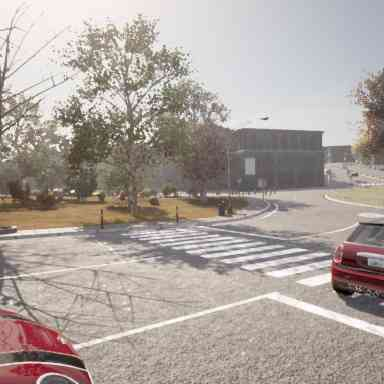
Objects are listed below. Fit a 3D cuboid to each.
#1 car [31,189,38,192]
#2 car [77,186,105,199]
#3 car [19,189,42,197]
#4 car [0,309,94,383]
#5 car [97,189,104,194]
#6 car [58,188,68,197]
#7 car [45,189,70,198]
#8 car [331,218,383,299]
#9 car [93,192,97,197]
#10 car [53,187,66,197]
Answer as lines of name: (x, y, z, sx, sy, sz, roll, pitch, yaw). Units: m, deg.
car: (-33.330, 0.102, 74.536, 2.185, 1.767, 4.553, 0, 2, 18)
car: (-19.216, 0.054, 63.657, 2.435, 2.045, 5.566, -2, 2, 17)
car: (-37.946, 0.151, 78.285, 2.097, 1.535, 5.008, 0, 3, 19)
car: (-2.812, 1.353, 1.741, 4.553, 1.767, 2.097, 0, 0, -36)
car: (-14.467, 0.125, 60.034, 2.185, 1.767, 4.553, -2, 2, 16)
car: (-23.947, 0.351, 67.215, 2.163, 1.488, 4.792, -1, 2, 17)
car: (-28.652, 0.294, 70.883, 2.231, 1.521, 4.892, -1, 2, 18)
car: (5.162, 1.324, 7.373, 4.553, 1.767, 2.097, 0, 0, -35)
car: (-16.879, 0.287, 61.662, 1.946, 1.575, 5.366, -1, 2, 17)
car: (-26.308, 0.062, 69.023, 2.435, 2.045, 5.566, 0, 2, 18)
